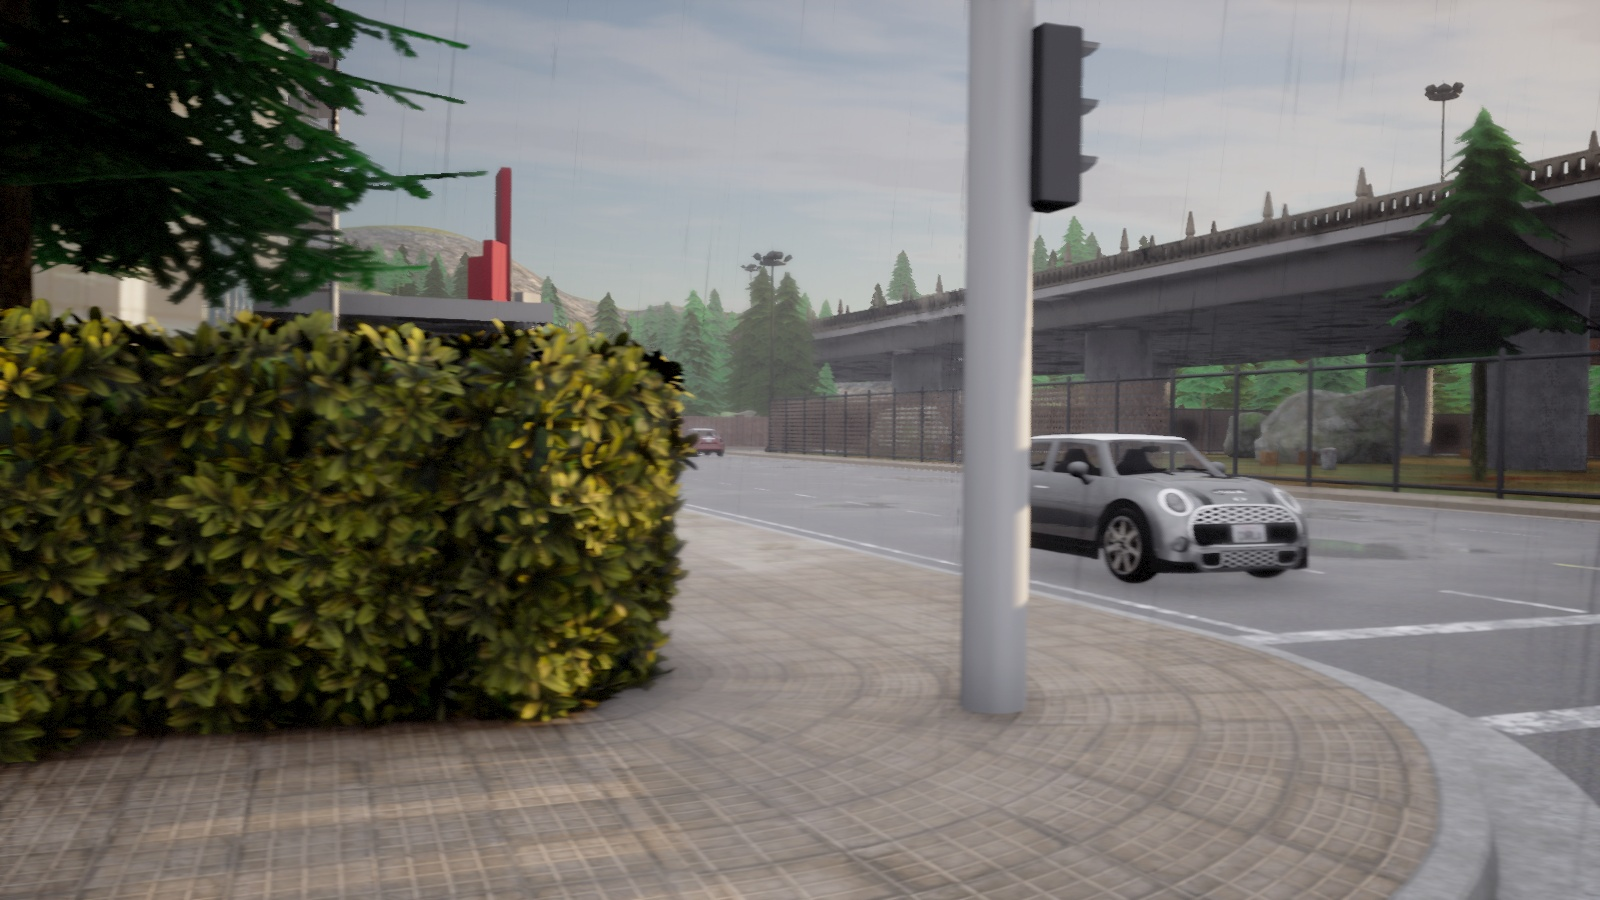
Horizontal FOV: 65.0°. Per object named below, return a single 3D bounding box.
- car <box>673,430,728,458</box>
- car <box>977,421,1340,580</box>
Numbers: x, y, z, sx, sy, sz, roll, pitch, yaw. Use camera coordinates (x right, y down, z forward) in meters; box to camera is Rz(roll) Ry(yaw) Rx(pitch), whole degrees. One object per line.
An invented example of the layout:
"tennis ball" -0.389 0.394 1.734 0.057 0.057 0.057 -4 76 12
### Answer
"car" -5.384 -0.339 67.851 1.970 1.475 3.806 -1 1 -21
"car" 3.758 0.441 13.883 1.970 1.475 3.806 -1 1 -21
